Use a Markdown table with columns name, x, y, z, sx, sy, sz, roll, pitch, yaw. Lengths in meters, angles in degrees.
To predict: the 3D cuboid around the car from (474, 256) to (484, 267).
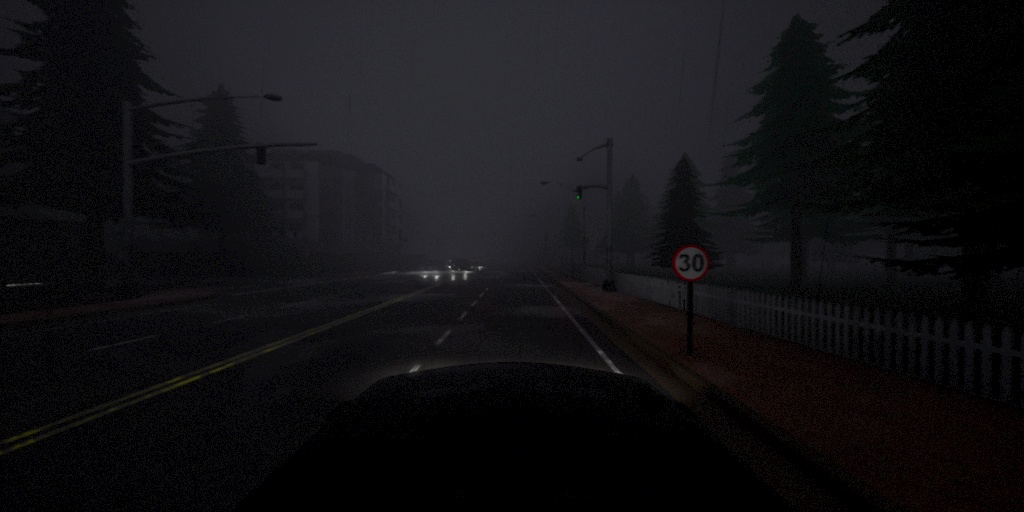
| name | x | y | z | sx | sy | sz | roll | pitch | yaw |
| --- | --- | --- | --- | --- | --- | --- | --- | --- | --- |
| car | -6.043 | 0.864 | 60.789 | 2.097 | 1.767 | 4.553 | 0 | 0 | 2 |

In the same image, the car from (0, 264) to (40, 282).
| name | x | y | z | sx | sy | sz | roll | pitch | yaw |
| --- | --- | --- | --- | --- | --- | --- | --- | --- | --- |
| car | -34.062 | 1.045 | 23.155 | 5.357 | 1.411 | 2.033 | 0 | 0 | 2 |

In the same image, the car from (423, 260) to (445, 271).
| name | x | y | z | sx | sy | sz | roll | pitch | yaw |
| --- | --- | --- | --- | --- | --- | --- | --- | --- | --- |
| car | -9.847 | 1.152 | 45.603 | 1.895 | 1.301 | 4.718 | 0 | 0 | 1 |

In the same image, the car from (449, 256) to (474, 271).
| name | x | y | z | sx | sy | sz | roll | pitch | yaw |
| --- | --- | --- | --- | --- | --- | --- | --- | --- | --- |
| car | -6.350 | 1.071 | 45.374 | 1.837 | 1.490 | 4.892 | 0 | 0 | 1 |

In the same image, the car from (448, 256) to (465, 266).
| name | x | y | z | sx | sy | sz | roll | pitch | yaw |
| --- | --- | --- | --- | --- | --- | --- | --- | --- | --- |
| car | -9.514 | 0.845 | 61.949 | 2.097 | 1.767 | 4.553 | 0 | 0 | 2 |
